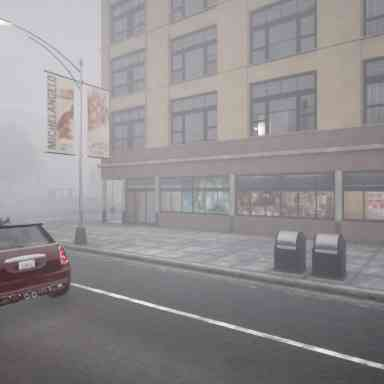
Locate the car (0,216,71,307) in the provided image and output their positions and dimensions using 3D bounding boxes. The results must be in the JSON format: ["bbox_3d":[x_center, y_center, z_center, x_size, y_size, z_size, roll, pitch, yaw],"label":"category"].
[{"bbox_3d":[-4.756,1.352,7.367,4.553,1.767,2.097,0,0,36],"label":"car"}]
